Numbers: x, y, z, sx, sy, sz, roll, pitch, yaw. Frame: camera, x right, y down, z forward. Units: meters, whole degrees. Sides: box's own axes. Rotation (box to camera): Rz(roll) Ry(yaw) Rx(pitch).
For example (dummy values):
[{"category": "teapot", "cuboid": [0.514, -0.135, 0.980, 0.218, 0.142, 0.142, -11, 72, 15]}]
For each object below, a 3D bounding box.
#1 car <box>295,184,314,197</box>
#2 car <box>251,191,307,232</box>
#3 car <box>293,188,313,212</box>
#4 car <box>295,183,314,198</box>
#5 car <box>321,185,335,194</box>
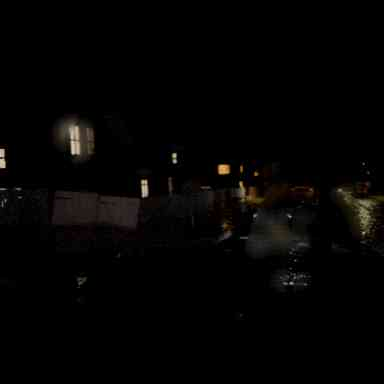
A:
[{"category": "car", "cuboid": [10.854, 0.224, 33.067, 1.882, 1.535, 5.008, -1, 2, 21]}, {"category": "car", "cuboid": [4.119, 0.913, 15.615, 1.812, 1.442, 4.674, -1, 2, 23]}, {"category": "car", "cuboid": [7.502, 0.630, 24.238, 1.994, 1.385, 4.181, -1, 2, 22]}, {"category": "car", "cuboid": [14.483, -0.240, 42.546, 2.097, 1.767, 4.553, -1, 2, 21]}, {"category": "car", "cuboid": [20.909, -0.382, 51.213, 1.895, 1.301, 4.718, -1, 1, 21]}]
